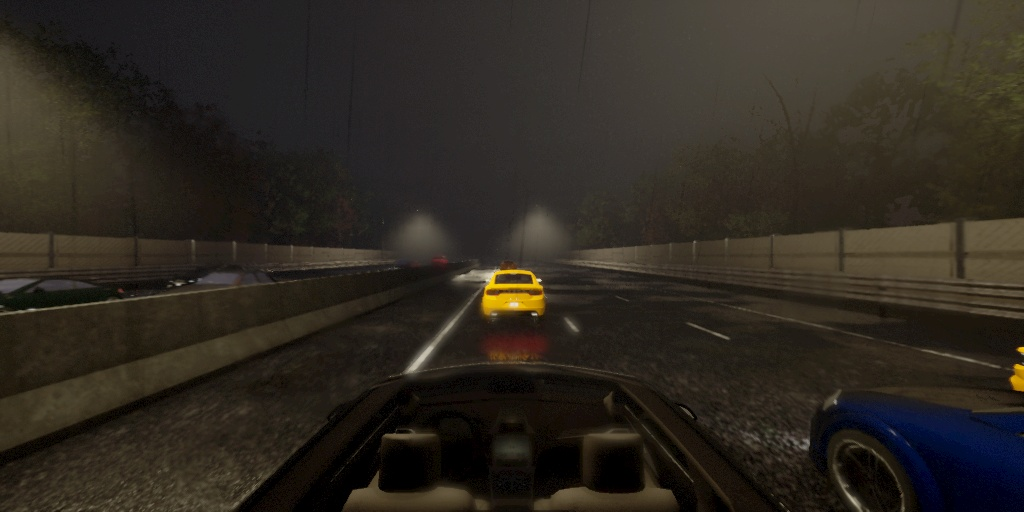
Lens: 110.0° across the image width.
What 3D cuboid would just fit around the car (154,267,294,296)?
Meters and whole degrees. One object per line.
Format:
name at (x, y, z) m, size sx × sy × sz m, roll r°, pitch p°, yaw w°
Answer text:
car at (-10.653, 1.303, 13.885) m, size 2.033 × 1.411 × 5.357 m, roll 0°, pitch 0°, yaw 0°

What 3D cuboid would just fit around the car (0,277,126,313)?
car at (-14.134, 1.320, 10.459) m, size 1.994 × 1.385 × 4.181 m, roll 0°, pitch 0°, yaw 0°

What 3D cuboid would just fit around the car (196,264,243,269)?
car at (-17.727, 1.263, 21.452) m, size 1.837 × 1.490 × 4.892 m, roll 0°, pitch 0°, yaw -1°

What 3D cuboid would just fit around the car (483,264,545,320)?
car at (0.053, 1.232, 12.680) m, size 1.882 × 1.535 × 5.008 m, roll 0°, pitch 0°, yaw 0°

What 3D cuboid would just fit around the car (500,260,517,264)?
car at (-0.419, 1.245, 43.514) m, size 1.882 × 1.535 × 5.008 m, roll 0°, pitch 0°, yaw -1°

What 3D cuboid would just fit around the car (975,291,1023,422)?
car at (7.092, 1.226, 2.263) m, size 1.882 × 1.535 × 5.008 m, roll 0°, pitch 0°, yaw 0°

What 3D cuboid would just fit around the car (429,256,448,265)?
car at (-11.421, 0.988, 56.262) m, size 2.150 × 2.045 × 5.566 m, roll 0°, pitch 0°, yaw -1°

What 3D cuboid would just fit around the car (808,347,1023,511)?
car at (3.592, 1.313, 1.395) m, size 1.994 × 1.385 × 4.181 m, roll 0°, pitch 0°, yaw 0°

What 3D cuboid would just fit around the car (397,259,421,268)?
car at (-14.818, 1.368, 52.562) m, size 1.895 × 1.301 × 4.718 m, roll 0°, pitch 0°, yaw -1°
